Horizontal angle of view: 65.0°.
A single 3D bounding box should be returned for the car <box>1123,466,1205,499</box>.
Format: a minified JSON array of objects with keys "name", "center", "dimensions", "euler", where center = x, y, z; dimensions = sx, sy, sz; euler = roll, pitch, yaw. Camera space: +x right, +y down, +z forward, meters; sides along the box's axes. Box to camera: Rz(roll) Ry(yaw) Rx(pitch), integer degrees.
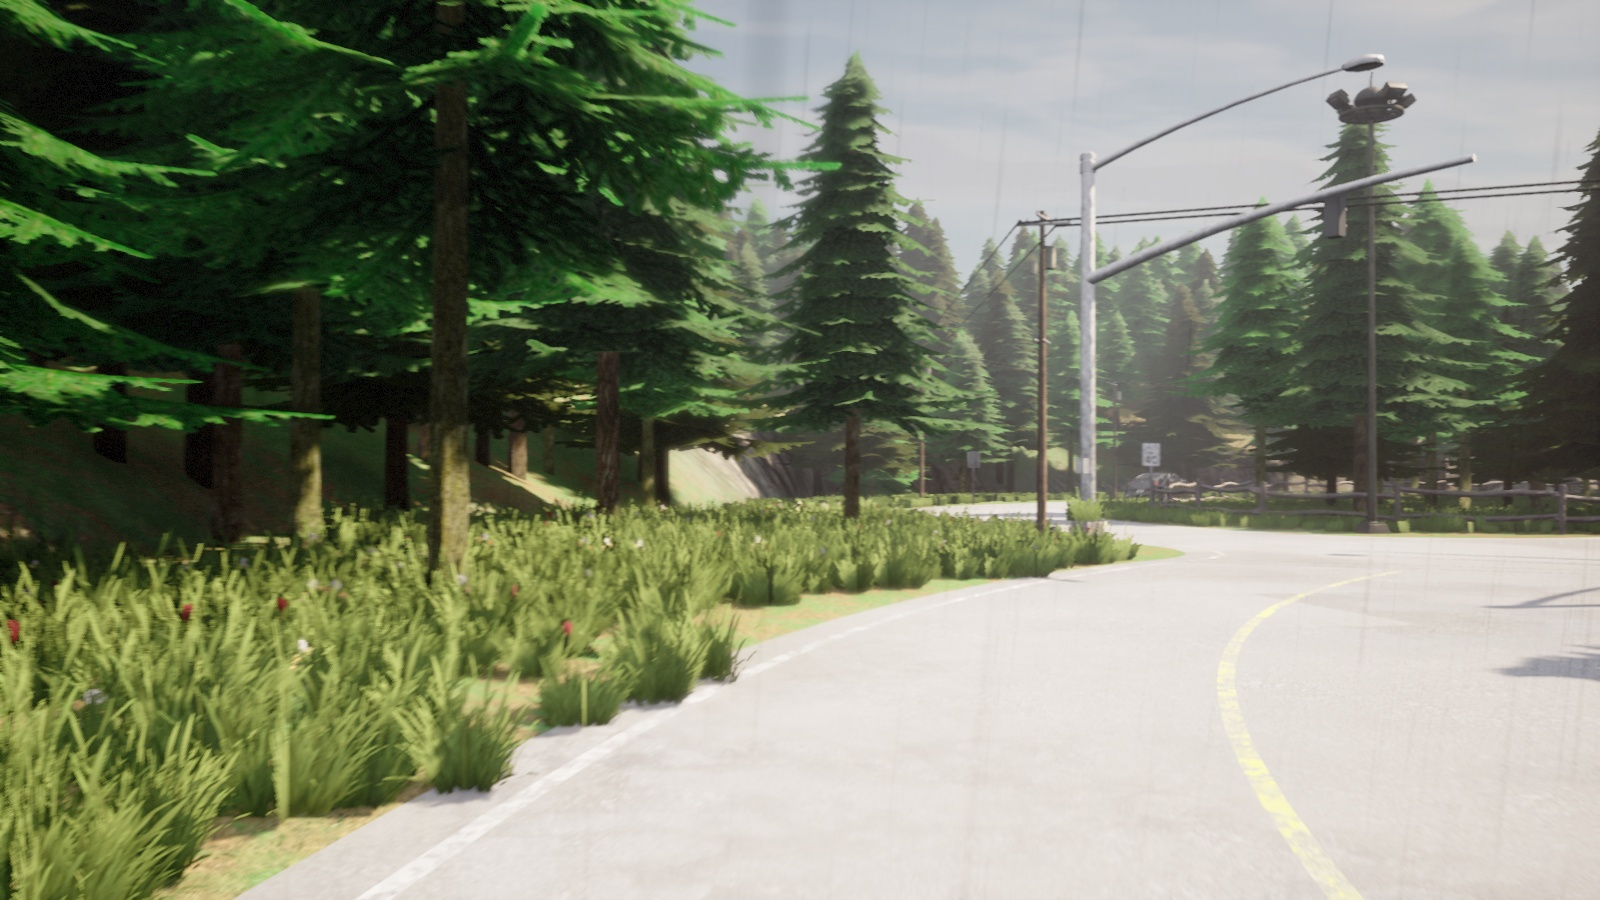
[{"name":"car","center":[18.847,1.662,64.921],"dimensions":[2.152,1.651,5.027],"euler":[-1,-1,41]}]
